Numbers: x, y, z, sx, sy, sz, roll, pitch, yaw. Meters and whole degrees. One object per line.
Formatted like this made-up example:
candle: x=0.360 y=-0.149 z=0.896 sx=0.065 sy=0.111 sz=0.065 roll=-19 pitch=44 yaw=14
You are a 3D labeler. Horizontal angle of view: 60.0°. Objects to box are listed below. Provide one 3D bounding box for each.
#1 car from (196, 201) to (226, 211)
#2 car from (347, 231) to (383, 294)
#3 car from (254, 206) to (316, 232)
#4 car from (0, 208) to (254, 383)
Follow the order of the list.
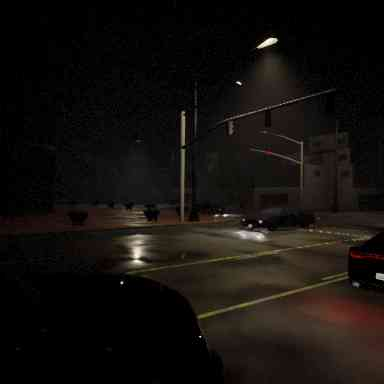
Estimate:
car: x=1.756 y=1.656 z=36.088 sx=1.994 sy=1.385 sz=4.181 roll=1 pitch=-1 yaw=-35
car: x=5.700 y=1.498 z=7.843 sx=5.008 sy=1.535 sz=1.882 roll=0 pitch=0 yaw=-35
car: x=5.554 y=1.602 z=20.840 sx=5.357 sy=1.411 sz=2.033 roll=1 pitch=0 yaw=-35
car: x=-2.382 y=1.222 z=2.045 sx=5.566 sy=2.045 sz=2.150 roll=0 pitch=0 yaw=-36
